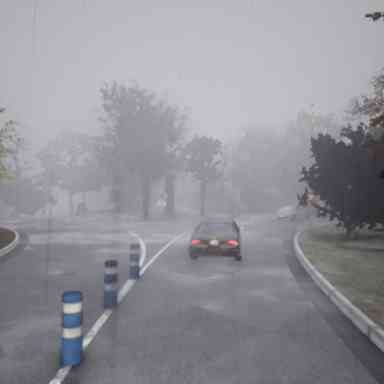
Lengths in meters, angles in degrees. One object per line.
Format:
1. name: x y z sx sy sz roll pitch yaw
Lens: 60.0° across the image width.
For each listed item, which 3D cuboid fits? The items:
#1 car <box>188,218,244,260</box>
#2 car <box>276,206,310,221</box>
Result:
1. car: 1.030 1.710 13.059 2.033 1.411 5.357 0 -1 8
2. car: 10.362 2.173 34.190 1.812 1.442 4.674 -2 -2 43
